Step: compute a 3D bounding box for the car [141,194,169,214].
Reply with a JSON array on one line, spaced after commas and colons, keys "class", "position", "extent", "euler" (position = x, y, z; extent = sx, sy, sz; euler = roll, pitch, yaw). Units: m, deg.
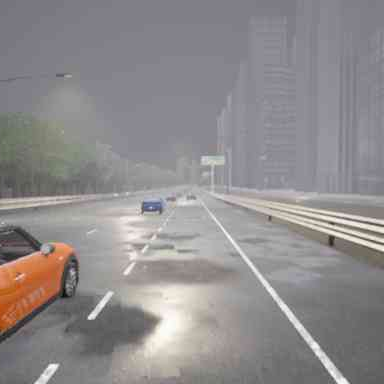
[{"class": "car", "position": [-3.556, 1.193, 31.142], "extent": [1.882, 1.535, 5.008], "euler": [0, 1, 0]}]

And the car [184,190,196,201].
[{"class": "car", "position": [-0.099, 0.875, 64.381], "extent": [2.128, 1.511, 4.902], "euler": [0, 0, 0]}]

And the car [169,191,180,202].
[{"class": "car", "position": [-3.685, 1.038, 59.684], "extent": [1.895, 1.301, 4.718], "euler": [0, 1, 0]}]

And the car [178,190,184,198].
[{"class": "car", "position": [-3.725, 0.576, 79.145], "extent": [2.097, 1.767, 4.553], "euler": [0, 1, 0]}]

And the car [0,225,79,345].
[{"class": "car", "position": [-3.502, 1.302, 5.396], "extent": [2.097, 1.767, 4.553], "euler": [0, 1, 0]}]
